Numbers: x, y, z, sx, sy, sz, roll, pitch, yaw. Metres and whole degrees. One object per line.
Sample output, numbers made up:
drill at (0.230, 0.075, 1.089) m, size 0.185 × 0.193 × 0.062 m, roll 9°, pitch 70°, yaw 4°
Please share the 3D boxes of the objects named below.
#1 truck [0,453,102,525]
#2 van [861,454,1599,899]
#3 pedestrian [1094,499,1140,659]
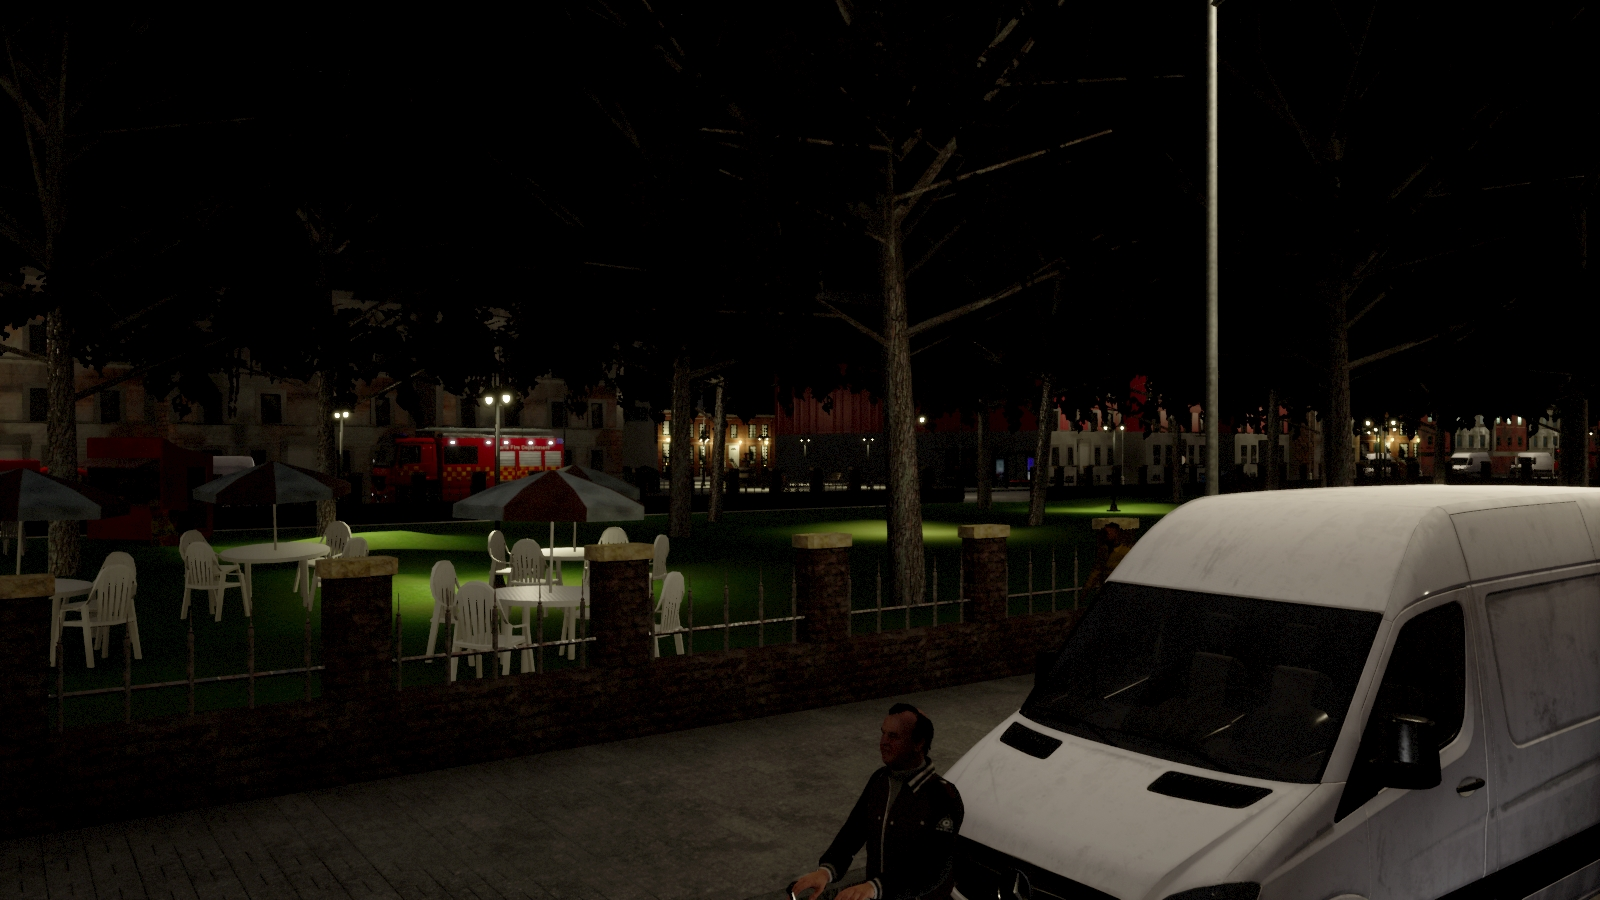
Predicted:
truck at (-27.751, 1.342, 40.236) m, size 5.204 × 2.467 × 2.627 m, roll 0°, pitch 0°, yaw -35°
van at (3.302, 1.314, 6.746) m, size 5.915 × 2.561 × 1.988 m, roll 0°, pitch 0°, yaw -35°
pedestrian at (3.791, 1.525, 13.663) m, size 0.375 × 1.860 × 0.375 m, roll 0°, pitch 0°, yaw -35°
